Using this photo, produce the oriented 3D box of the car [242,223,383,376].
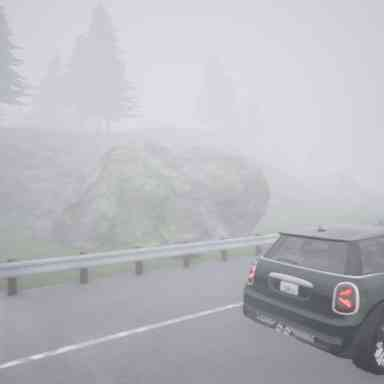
[{"bbox_3d":[3.088,1.347,5.815,4.553,1.767,2.097,0,0,-35],"label":"car"}]
